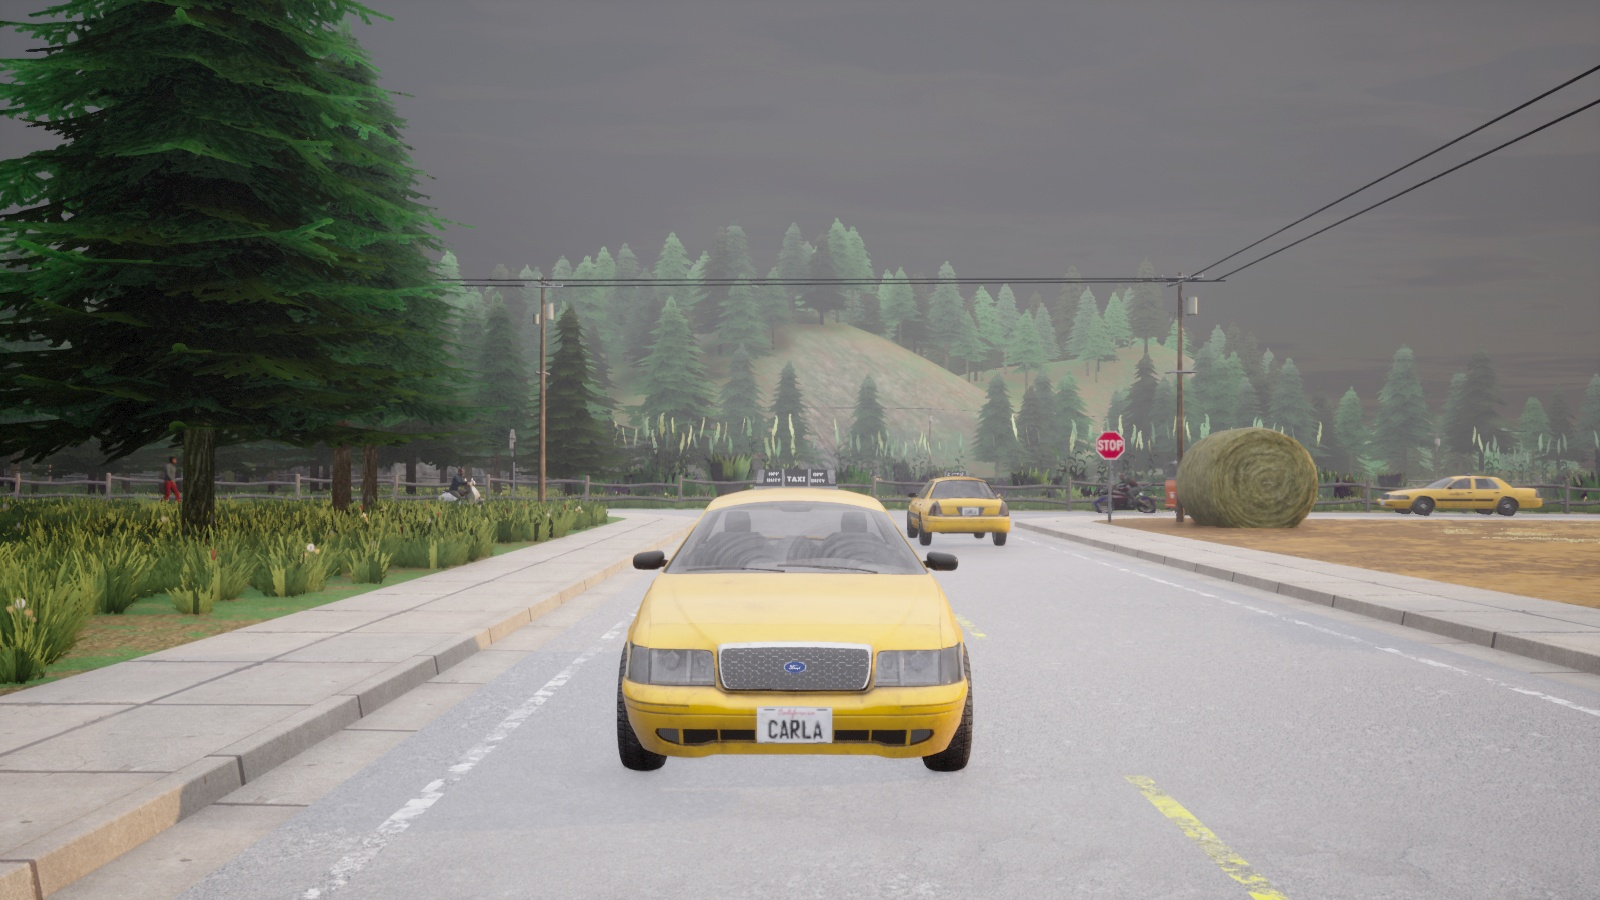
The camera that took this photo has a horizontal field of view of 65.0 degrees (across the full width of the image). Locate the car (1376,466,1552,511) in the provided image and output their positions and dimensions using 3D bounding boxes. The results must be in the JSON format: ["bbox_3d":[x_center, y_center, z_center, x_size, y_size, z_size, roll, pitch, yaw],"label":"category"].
[{"bbox_3d":[23.996,1.381,45.522,5.366,1.575,1.801,0,-1,3],"label":"car"}]

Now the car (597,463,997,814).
[{"bbox_3d":[-0.022,0.893,8.352,1.801,1.575,5.366,0,-1,0],"label":"car"}]

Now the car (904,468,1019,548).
[{"bbox_3d":[3.428,1.200,27.597,1.801,1.575,5.366,0,-1,0],"label":"car"}]

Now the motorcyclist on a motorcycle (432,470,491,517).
[{"bbox_3d":[-11.755,1.509,43.660,1.817,1.590,0.866,0,-1,3],"label":"motorcyclist on a motorcycle"}]

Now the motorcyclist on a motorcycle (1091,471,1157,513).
[{"bbox_3d":[11.874,1.536,46.077,2.191,1.530,0.866,0,-1,3],"label":"motorcyclist on a motorcycle"}]

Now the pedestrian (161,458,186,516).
[{"bbox_3d":[-20.069,1.191,40.220,0.614,1.847,0.353,0,-1,8],"label":"pedestrian"}]

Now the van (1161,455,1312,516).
[{"bbox_3d":[14.686,1.180,42.359,4.442,1.987,1.775,0,-1,-2],"label":"van"}]
